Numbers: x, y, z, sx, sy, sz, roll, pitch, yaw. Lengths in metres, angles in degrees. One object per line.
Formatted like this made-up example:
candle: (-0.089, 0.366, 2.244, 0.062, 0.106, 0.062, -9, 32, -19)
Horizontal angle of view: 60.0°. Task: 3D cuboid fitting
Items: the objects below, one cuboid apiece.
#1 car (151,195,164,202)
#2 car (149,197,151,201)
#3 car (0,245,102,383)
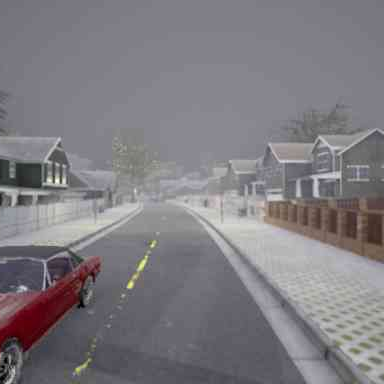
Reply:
car: (-7.900, 1.591, 79.838, 2.097, 1.767, 4.553, 0, -1, -12)
car: (-10.758, 1.878, 93.271, 1.812, 1.442, 4.674, 0, -1, -21)
car: (-2.902, 1.600, 5.138, 1.895, 1.301, 4.718, 0, 0, -1)
